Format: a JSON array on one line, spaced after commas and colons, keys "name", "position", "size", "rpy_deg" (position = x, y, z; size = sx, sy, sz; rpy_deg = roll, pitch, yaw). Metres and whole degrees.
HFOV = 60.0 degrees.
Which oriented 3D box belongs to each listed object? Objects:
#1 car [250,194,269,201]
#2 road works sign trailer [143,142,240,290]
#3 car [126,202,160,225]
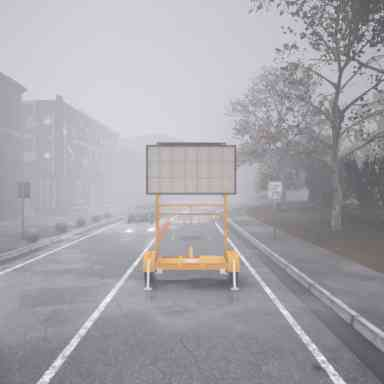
[{"name": "car", "position": [14.500, 1.179, 70.535], "size": [4.902, 1.511, 2.128], "rpy_deg": [-1, 0, -35]}, {"name": "road works sign trailer", "position": [-0.020, 0.467, 9.035], "size": [2.380, 3.560, 2.880], "rpy_deg": [0, 0, 0]}, {"name": "car", "position": [-3.506, 1.512, 24.515], "size": [1.837, 1.490, 4.892], "rpy_deg": [0, 0, 2]}]
